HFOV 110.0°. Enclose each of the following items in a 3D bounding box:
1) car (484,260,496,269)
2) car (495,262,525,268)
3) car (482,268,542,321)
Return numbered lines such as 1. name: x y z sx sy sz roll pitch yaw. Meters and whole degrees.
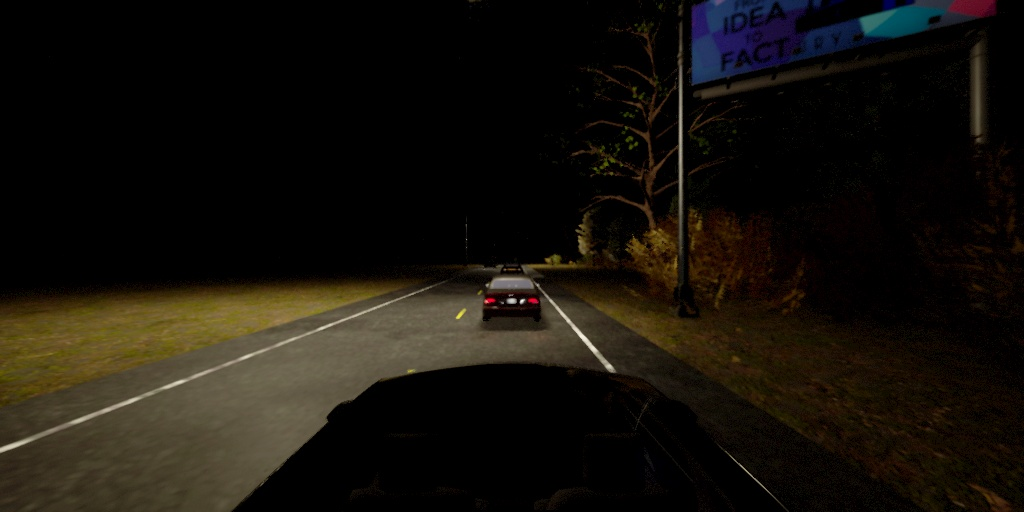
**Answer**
1. car: -3.594 1.314 59.044 2.033 1.411 5.357 0 0 1
2. car: 0.025 1.250 29.597 2.128 1.511 4.902 0 0 1
3. car: 0.013 1.301 12.468 2.033 1.411 5.357 0 0 1
